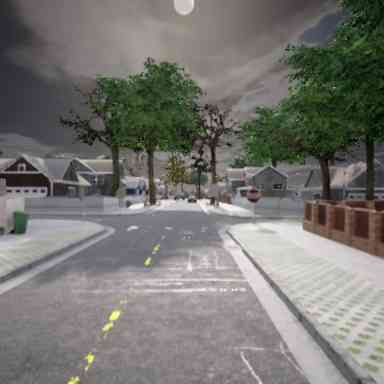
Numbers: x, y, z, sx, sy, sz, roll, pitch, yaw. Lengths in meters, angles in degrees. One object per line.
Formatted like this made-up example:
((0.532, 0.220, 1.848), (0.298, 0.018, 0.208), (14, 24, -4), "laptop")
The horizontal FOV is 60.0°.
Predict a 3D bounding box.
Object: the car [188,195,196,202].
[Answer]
((0.030, 1.449, 78.352), (1.837, 1.490, 4.892), (0, -1, 0), "car")

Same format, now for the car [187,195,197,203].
((0.028, 1.525, 68.312), (1.812, 1.442, 4.674), (0, 0, 0), "car")

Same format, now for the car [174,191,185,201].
((-2.723, 0.876, 73.326), (2.150, 2.045, 5.566), (0, 0, 0), "car")
